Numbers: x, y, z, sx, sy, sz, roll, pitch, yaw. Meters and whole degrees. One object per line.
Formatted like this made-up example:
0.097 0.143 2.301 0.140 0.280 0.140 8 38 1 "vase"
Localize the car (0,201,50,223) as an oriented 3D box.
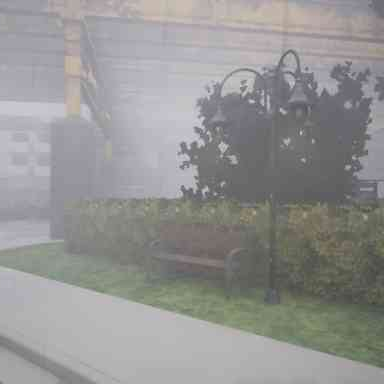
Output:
-13.227 1.478 24.949 5.008 1.535 1.882 0 0 -9 "car"
